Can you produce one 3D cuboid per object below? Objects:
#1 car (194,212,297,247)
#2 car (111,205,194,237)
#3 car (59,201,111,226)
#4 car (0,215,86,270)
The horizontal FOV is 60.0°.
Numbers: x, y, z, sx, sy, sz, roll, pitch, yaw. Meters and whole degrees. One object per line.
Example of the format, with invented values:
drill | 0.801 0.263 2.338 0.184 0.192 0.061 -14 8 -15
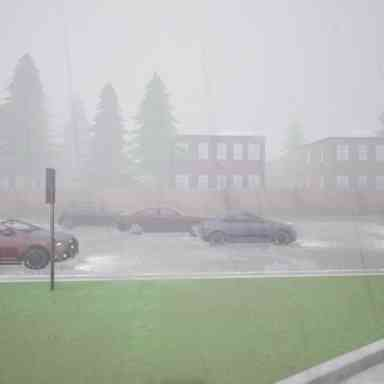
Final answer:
car | 2.359 1.564 14.534 4.181 1.385 1.994 0 0 -5
car | -1.484 1.477 17.741 5.008 1.535 1.882 0 0 -4
car | -5.903 1.351 20.917 4.553 1.767 2.097 0 0 -4
car | -5.776 1.564 10.400 4.181 1.385 1.994 0 0 -4
